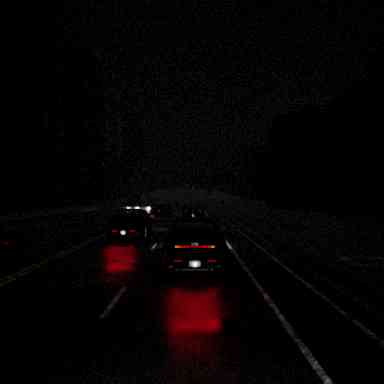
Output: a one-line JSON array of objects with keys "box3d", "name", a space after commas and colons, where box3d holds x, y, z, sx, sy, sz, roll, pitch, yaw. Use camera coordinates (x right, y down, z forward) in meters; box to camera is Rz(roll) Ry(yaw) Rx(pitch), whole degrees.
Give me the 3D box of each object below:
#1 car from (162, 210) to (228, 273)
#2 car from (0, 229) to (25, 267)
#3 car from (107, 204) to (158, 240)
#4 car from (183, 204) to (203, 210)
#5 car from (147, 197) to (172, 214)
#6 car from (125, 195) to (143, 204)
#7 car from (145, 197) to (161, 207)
[{"box3d": [0.085, 1.580, 10.926, 1.837, 1.490, 4.892, 0, 0, 0], "name": "car"}, {"box3d": [-6.601, 1.609, 8.982, 2.033, 1.411, 5.357, 0, 0, 0], "name": "car"}, {"box3d": [-3.156, 1.616, 17.647, 1.837, 1.490, 4.892, 0, 0, 0], "name": "car"}, {"box3d": [0.095, 1.764, 31.539, 1.895, 1.301, 4.718, 0, 0, 0], "name": "car"}, {"box3d": [-3.155, 1.647, 34.519, 1.882, 1.535, 5.008, 0, 0, 0], "name": "car"}, {"box3d": [-9.755, 1.484, 56.406, 2.150, 2.045, 5.566, 0, 0, 0], "name": "car"}, {"box3d": [-6.505, 1.687, 56.437, 2.128, 1.511, 4.902, 0, 0, 0], "name": "car"}]
